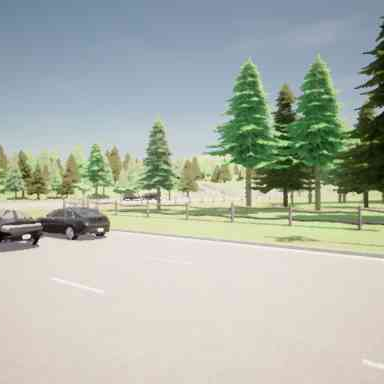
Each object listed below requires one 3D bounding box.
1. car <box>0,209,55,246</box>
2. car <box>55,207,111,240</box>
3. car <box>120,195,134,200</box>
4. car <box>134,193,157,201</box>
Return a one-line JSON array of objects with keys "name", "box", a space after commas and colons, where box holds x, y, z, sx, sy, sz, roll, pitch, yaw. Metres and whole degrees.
[{"name": "car", "box": [-8.269, 1.492, 14.066, 4.902, 1.511, 2.128, 0, 0, 36]}, {"name": "car", "box": [-6.236, 1.514, 16.916, 4.892, 1.490, 1.837, 0, 0, 36]}, {"name": "car", "box": [-16.497, 1.470, 86.292, 1.837, 1.490, 4.892, 0, 0, 36]}, {"name": "car", "box": [-10.849, 1.198, 82.156, 2.150, 2.045, 5.566, 0, 0, 36]}]
